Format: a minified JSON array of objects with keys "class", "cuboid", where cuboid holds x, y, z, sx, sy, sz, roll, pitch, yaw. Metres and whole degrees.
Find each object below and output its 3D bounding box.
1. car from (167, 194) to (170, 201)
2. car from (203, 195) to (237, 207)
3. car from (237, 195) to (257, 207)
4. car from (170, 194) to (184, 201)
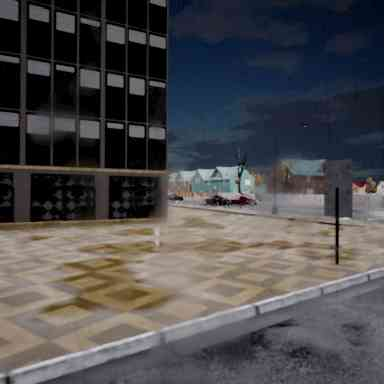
[{"class":"car","cuboid":[-6.283,0.985,60.656,1.812,1.442,4.674,0,0,-28]},{"class":"car","cuboid":[3.195,1.121,42.486,1.837,1.490,4.892,0,0,-28]},{"class":"car","cuboid":[6.482,1.174,43.220,1.812,1.442,4.674,0,0,-28]},{"class":"car","cuboid":[-3.412,1.022,62.178,2.033,1.411,5.357,0,0,-28]}]
